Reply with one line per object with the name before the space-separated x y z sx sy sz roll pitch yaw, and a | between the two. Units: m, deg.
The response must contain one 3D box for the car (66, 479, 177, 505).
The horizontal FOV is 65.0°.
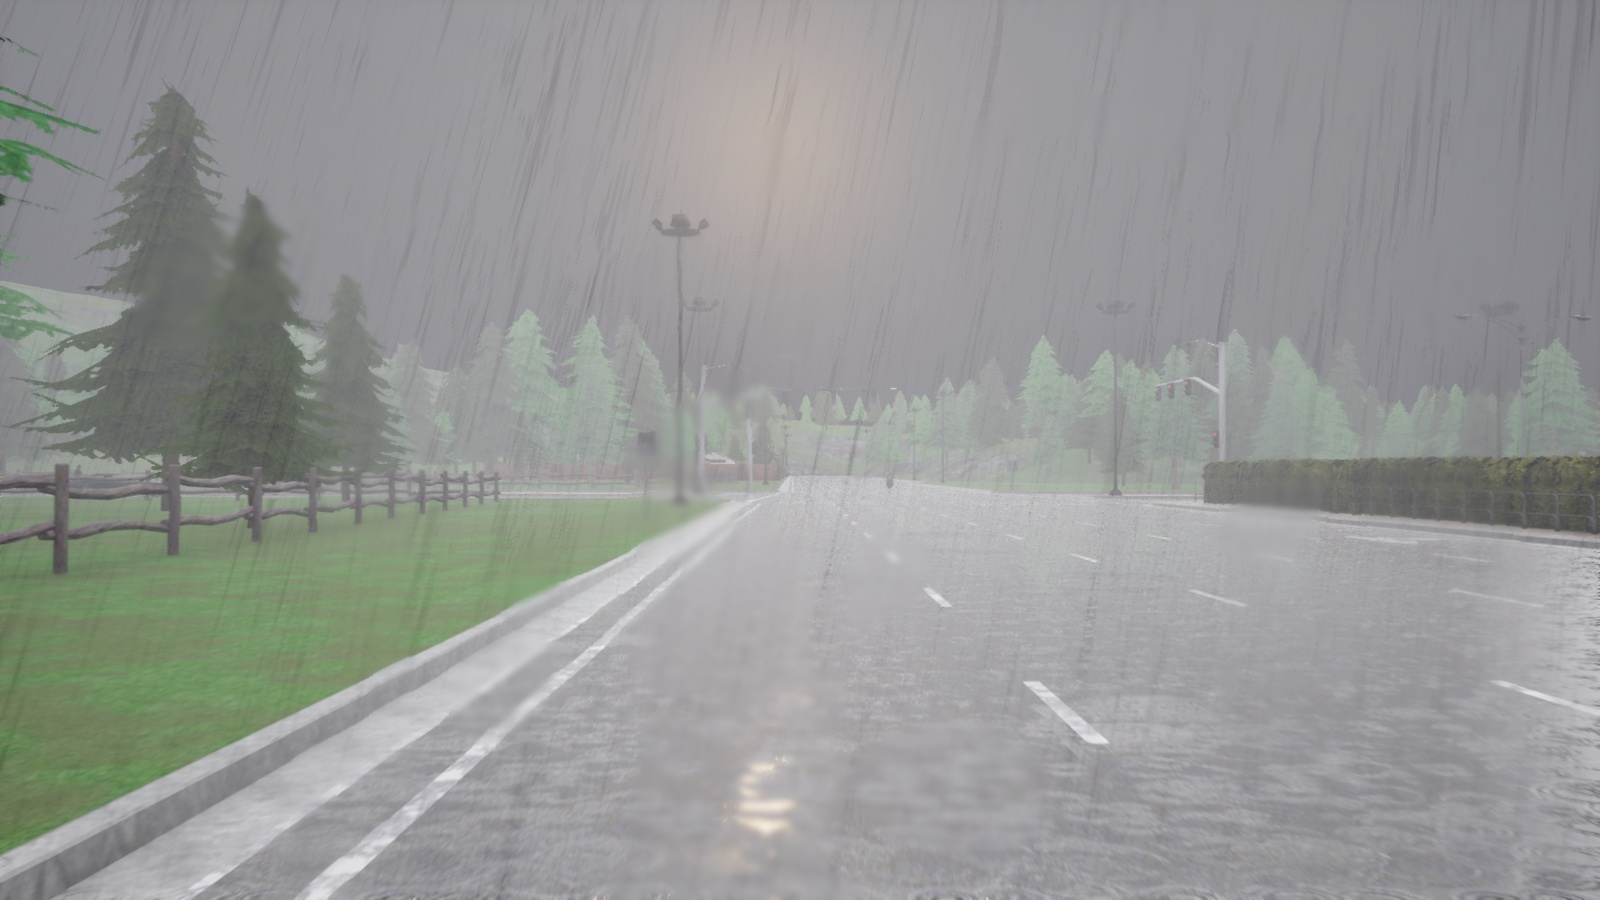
car | -35.004 2.141 64.865 4.718 1.301 1.895 0 -1 -1
